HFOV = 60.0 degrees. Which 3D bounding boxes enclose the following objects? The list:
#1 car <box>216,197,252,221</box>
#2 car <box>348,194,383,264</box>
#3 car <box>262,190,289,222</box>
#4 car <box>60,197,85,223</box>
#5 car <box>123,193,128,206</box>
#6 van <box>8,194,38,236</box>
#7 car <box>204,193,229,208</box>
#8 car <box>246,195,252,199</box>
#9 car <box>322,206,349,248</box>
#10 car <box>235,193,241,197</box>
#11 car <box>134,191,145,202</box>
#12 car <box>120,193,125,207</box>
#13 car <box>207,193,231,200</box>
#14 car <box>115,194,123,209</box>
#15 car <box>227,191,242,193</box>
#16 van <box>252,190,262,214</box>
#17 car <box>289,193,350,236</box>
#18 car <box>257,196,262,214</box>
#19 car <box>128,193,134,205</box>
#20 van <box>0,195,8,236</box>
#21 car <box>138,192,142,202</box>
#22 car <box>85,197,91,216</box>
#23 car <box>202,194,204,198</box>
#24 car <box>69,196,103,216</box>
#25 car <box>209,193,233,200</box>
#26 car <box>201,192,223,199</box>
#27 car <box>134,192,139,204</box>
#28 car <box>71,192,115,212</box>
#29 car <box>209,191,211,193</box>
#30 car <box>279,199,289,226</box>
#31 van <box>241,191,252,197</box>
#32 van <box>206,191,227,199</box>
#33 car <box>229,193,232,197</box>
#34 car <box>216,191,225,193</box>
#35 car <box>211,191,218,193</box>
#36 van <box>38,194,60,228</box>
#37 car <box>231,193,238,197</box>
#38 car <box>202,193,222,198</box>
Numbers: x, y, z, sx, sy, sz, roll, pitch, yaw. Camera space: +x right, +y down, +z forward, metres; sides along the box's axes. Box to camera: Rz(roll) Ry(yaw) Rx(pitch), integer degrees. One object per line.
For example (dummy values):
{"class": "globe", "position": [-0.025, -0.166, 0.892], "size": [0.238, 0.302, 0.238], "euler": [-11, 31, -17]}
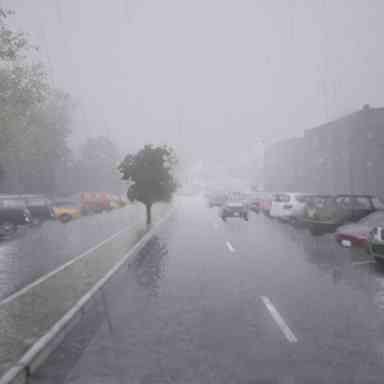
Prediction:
{"class": "car", "position": [3.089, 1.361, 25.402], "size": [1.812, 1.442, 4.674], "euler": [0, 1, 0]}
{"class": "car", "position": [7.738, 1.171, 9.608], "size": [5.566, 2.045, 2.435], "euler": [1, 1, -20]}
{"class": "car", "position": [7.780, 1.093, 21.658], "size": [5.566, 2.045, 2.435], "euler": [1, 0, -20]}
{"class": "car", "position": [-10.267, 1.351, 22.530], "size": [5.366, 1.575, 1.946], "euler": [-1, 0, -20]}
{"class": "car", "position": [-10.503, 1.119, 40.309], "size": [4.553, 1.767, 2.185], "euler": [-1, 1, -21]}
{"class": "van", "position": [-10.328, 1.166, 16.552], "size": [4.442, 1.987, 1.878], "euler": [-1, 0, -20]}
{"class": "car", "position": [2.992, 1.223, 41.511], "size": [2.128, 1.511, 4.902], "euler": [0, 0, -1]}
{"class": "car", "position": [7.770, 1.316, 30.684], "size": [4.792, 1.488, 2.163], "euler": [1, 0, -20]}
{"class": "car", "position": [7.730, 1.432, 12.618], "size": [4.792, 1.488, 2.163], "euler": [1, 1, -20]}
{"class": "car", "position": [7.891, 1.245, 36.767], "size": [5.366, 1.575, 1.946], "euler": [1, 0, -21]}
{"class": "car", "position": [-10.922, 1.153, 55.110], "size": [5.008, 1.535, 2.097], "euler": [-1, 1, -22]}
{"class": "car", "position": [-10.490, 1.264, 37.332], "size": [4.892, 1.521, 2.231], "euler": [-1, 1, -20]}
{"class": "car", "position": [6.140, 0.981, 75.921], "size": [4.892, 1.521, 2.231], "euler": [1, 1, -25]}
{"class": "car", "position": [-10.301, 1.276, 34.432], "size": [5.366, 1.575, 1.946], "euler": [-1, 0, -20]}
{"class": "car", "position": [7.583, 1.059, 45.746], "size": [4.553, 1.767, 2.185], "euler": [1, 0, -21]}
{"class": "van", "position": [7.644, 1.078, 27.613], "size": [4.442, 1.987, 1.878], "euler": [1, 1, -20]}
{"class": "car", "position": [7.783, 1.132, 15.650], "size": [5.566, 2.045, 2.435], "euler": [1, 0, -20]}
{"class": "car", "position": [7.754, 1.325, 24.651], "size": [5.008, 1.535, 2.097], "euler": [1, 1, -20]}
{"class": "car", "position": [-10.569, 1.226, 43.265], "size": [5.008, 1.535, 2.097], "euler": [-1, 1, -21]}
{"class": "van", "position": [-10.322, 1.185, 13.575], "size": [4.442, 1.987, 1.878], "euler": [-1, 0, -20]}
{"class": "car", "position": [-10.788, 1.200, 52.168], "size": [4.792, 1.488, 2.163], "euler": [-1, 0, -22]}
{"class": "car", "position": [-10.473, 1.368, 25.427], "size": [4.792, 1.488, 2.163], "euler": [-1, 1, -20]}
{"class": "car", "position": [5.654, 0.814, 81.951], "size": [4.553, 1.767, 2.185], "euler": [1, 1, -25]}
{"class": "car", "position": [-10.425, 1.348, 28.430], "size": [4.792, 1.488, 2.163], "euler": [-1, 0, -20]}
{"class": "car", "position": [6.356, 1.040, 72.911], "size": [4.674, 1.452, 2.002], "euler": [1, 0, -24]}
{"class": "car", "position": [5.173, 0.915, 84.866], "size": [5.366, 1.575, 1.946], "euler": [0, 1, -26]}
{"class": "car", "position": [-10.749, 1.220, 49.174], "size": [4.792, 1.488, 2.163], "euler": [-1, 1, -22]}
{"class": "car", "position": [-10.487, 1.049, 31.377], "size": [5.566, 2.045, 2.435], "euler": [-1, 1, -20]}
{"class": "car", "position": [6.573, 1.061, 69.894], "size": [4.674, 1.452, 2.002], "euler": [1, 1, -24]}
{"class": "car", "position": [7.757, 1.364, 18.640], "size": [5.008, 1.535, 2.097], "euler": [1, 1, -20]}
{"class": "van", "position": [7.629, 1.039, 33.638], "size": [4.442, 1.987, 1.878], "euler": [1, 1, -20]}
{"class": "van", "position": [5.786, 0.733, 78.878], "size": [4.442, 1.987, 1.878], "euler": [1, 1, -25]}
{"class": "car", "position": [7.645, 1.207, 42.728], "size": [4.892, 1.521, 2.231], "euler": [1, 0, -21]}
{"class": "car", "position": [7.240, 1.103, 57.827], "size": [5.008, 1.535, 2.097], "euler": [1, 1, -23]}
{"class": "car", "position": [7.074, 0.831, 60.829], "size": [5.566, 2.045, 2.435], "euler": [1, 1, -23]}
{"class": "van", "position": [-10.333, 1.148, 19.531], "size": [4.442, 1.987, 1.878], "euler": [-1, 0, -20]}
{"class": "car", "position": [7.704, 1.226, 39.710], "size": [5.008, 1.535, 2.097], "euler": [1, 1, -21]}
{"class": "car", "position": [5.225, 0.935, 87.927], "size": [4.792, 1.488, 2.163], "euler": [0, 0, -26]}
